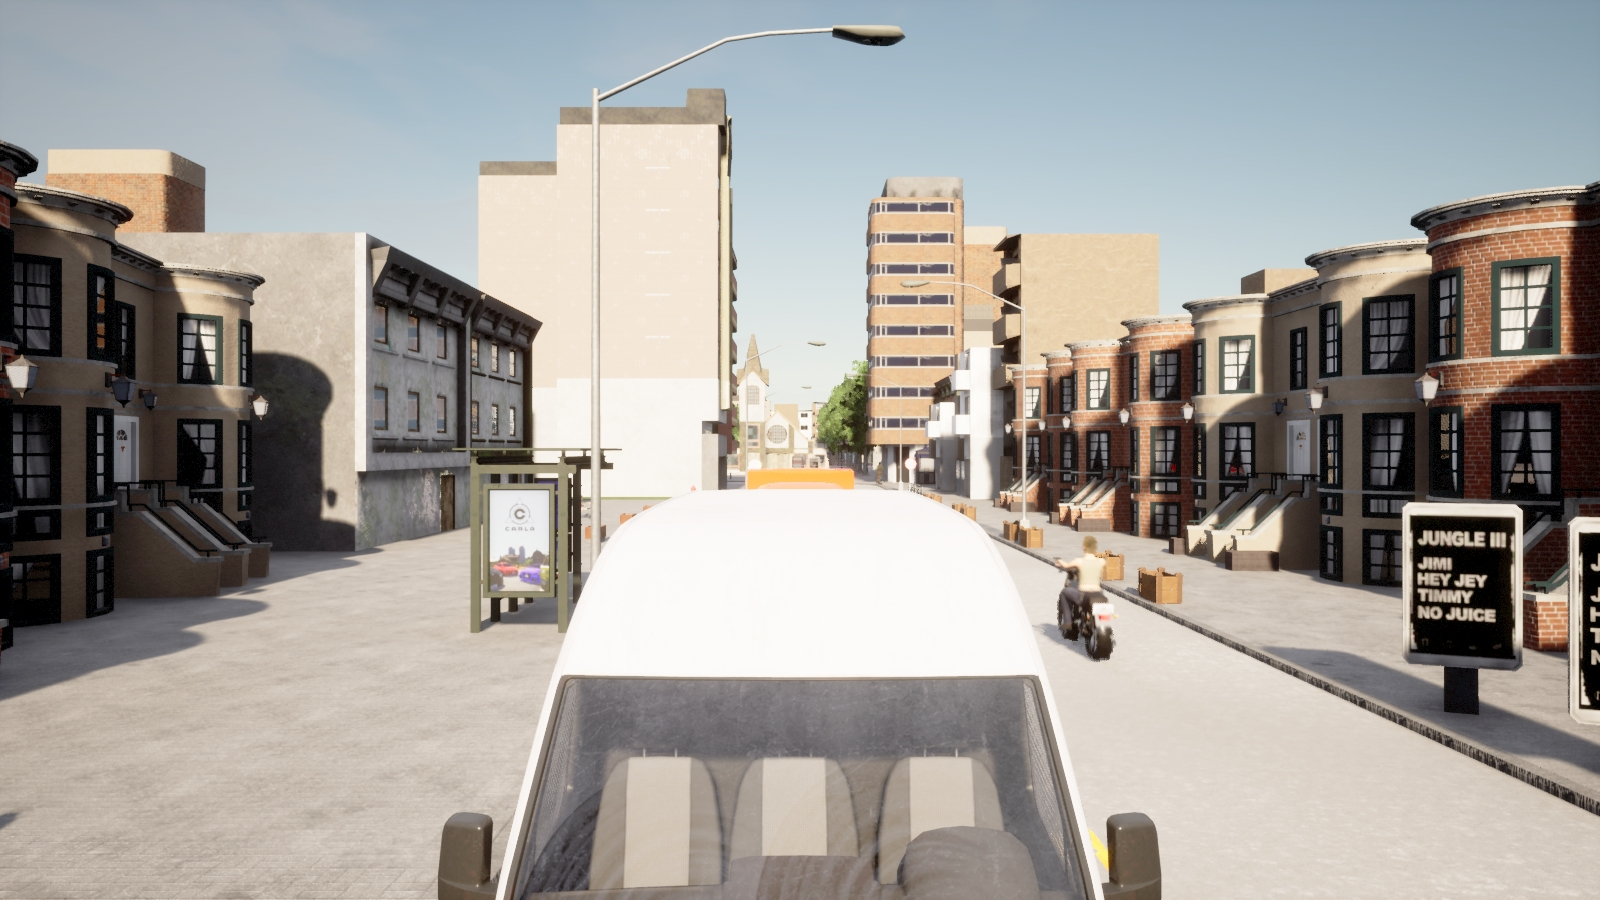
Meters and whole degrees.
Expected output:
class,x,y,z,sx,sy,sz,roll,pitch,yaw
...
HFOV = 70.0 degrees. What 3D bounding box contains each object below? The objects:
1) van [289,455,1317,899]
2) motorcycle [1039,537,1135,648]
class,x,y,z,sx,sy,sz,roll,pitch,yaw
van,0.007,1.317,5.167,1.988,2.561,5.915,0,0,0
motorcycle,4.005,1.956,16.133,0.764,1.277,2.356,0,0,0
